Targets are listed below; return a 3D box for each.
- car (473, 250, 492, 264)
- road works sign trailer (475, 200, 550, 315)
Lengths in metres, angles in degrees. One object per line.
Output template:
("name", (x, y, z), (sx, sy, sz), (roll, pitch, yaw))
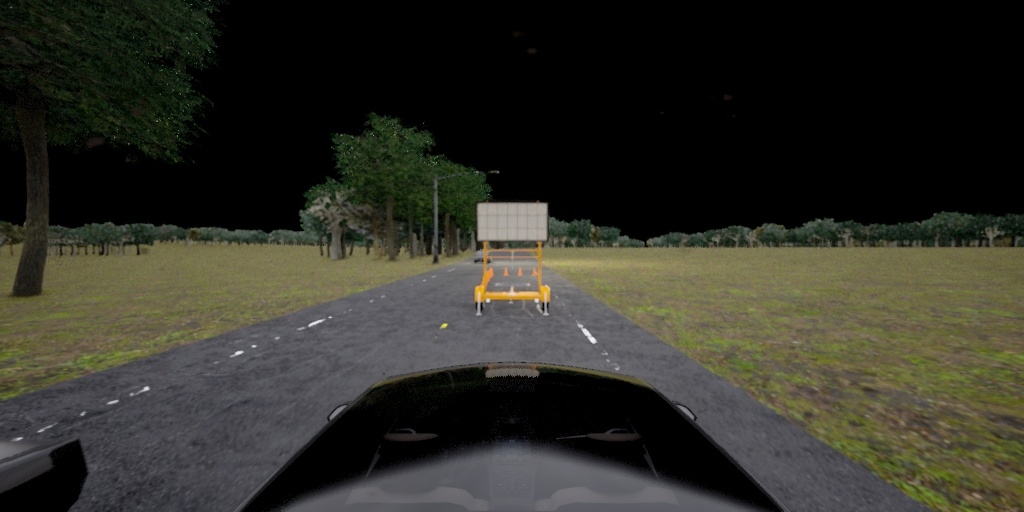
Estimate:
("car", (-3.394, 0.100, 42.083), (1.837, 1.490, 4.892), (0, 2, 1))
("road works sign trailer", (0.014, -0.072, 12.111), (2.380, 3.560, 2.880), (0, 0, 0))
